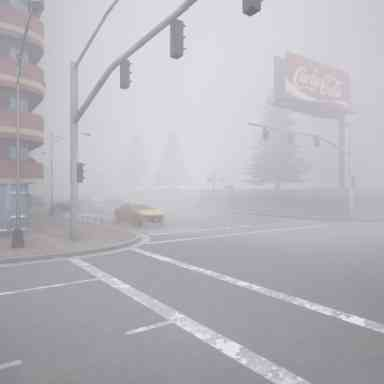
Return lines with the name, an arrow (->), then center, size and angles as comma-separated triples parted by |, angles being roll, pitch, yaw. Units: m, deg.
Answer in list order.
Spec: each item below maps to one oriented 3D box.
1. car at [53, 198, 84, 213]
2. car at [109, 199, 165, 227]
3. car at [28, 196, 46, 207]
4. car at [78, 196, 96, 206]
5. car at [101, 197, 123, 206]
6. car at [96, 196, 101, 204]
car -> -14.107, 1.601, 37.356 | 1.895, 1.301, 4.718 | 0, 0, -36
car -> -3.728, 1.478, 23.028 | 1.882, 1.535, 5.008 | 0, 0, -36
car -> -23.777, 1.351, 50.839 | 2.097, 1.767, 4.553 | 0, 0, -36
car -> -18.260, 1.547, 55.348 | 2.033, 1.411, 5.357 | 0, 0, -36
car -> -12.290, 1.505, 53.071 | 1.837, 1.490, 4.892 | 0, 0, -36
car -> -17.642, 1.526, 60.448 | 1.812, 1.442, 4.674 | 0, 0, -37
